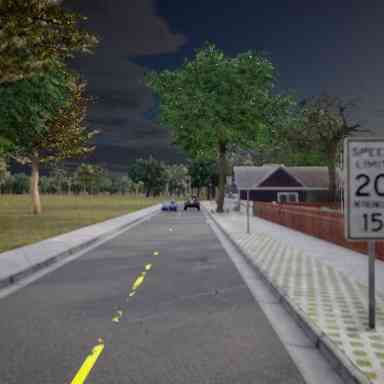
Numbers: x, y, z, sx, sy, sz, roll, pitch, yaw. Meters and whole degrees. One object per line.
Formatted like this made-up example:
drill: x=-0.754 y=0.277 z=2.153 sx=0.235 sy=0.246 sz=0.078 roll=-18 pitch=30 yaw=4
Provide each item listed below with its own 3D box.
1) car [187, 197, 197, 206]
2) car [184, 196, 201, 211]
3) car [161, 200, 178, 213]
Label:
car: x=-0.022 y=1.922 z=68.188 sx=1.882 sy=1.535 sz=5.008 roll=0 pitch=0 yaw=0
car: x=0.024 y=1.570 z=46.871 sx=2.150 sy=2.045 sz=5.566 roll=0 pitch=0 yaw=1
car: x=-2.859 y=1.802 z=42.616 sx=1.882 sy=1.535 sz=5.008 roll=0 pitch=0 yaw=0
